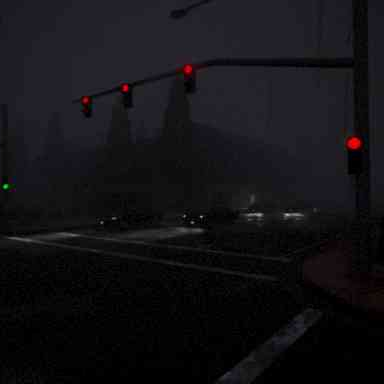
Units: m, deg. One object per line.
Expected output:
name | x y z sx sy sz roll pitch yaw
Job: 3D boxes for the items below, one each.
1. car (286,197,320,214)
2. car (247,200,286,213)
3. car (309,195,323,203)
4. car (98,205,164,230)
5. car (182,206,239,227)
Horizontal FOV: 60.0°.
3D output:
car | 11.961 1.566 36.725 2.033 1.411 5.357 -1 0 39
car | 8.232 1.612 37.673 2.033 1.411 5.357 -1 0 39
car | 18.423 1.245 50.228 1.812 1.442 4.674 -1 0 39
car | -4.017 1.631 22.439 2.128 1.511 4.902 -1 0 39
car | 1.390 1.683 23.557 1.895 1.301 4.718 -1 0 39
